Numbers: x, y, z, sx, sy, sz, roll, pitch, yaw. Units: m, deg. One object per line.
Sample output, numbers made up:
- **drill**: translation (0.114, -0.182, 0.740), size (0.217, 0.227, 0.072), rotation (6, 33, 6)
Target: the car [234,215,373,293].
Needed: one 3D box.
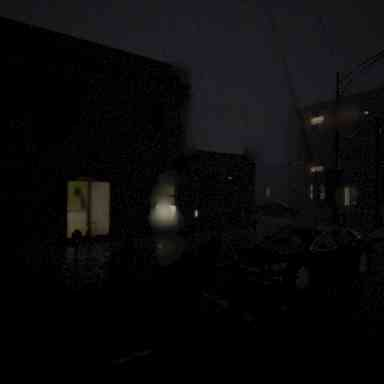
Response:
- **car**: translation (3.037, 1.511, 8.713), size (4.403, 1.369, 2.008), rotation (0, 1, -35)

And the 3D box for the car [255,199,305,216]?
- **car**: translation (7.538, 1.490, 28.663), size (1.887, 1.381, 4.507), rotation (0, -1, -35)

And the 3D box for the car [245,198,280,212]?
- **car**: translation (8.823, 1.585, 41.893), size (1.967, 1.590, 4.097), rotation (0, -1, -35)
